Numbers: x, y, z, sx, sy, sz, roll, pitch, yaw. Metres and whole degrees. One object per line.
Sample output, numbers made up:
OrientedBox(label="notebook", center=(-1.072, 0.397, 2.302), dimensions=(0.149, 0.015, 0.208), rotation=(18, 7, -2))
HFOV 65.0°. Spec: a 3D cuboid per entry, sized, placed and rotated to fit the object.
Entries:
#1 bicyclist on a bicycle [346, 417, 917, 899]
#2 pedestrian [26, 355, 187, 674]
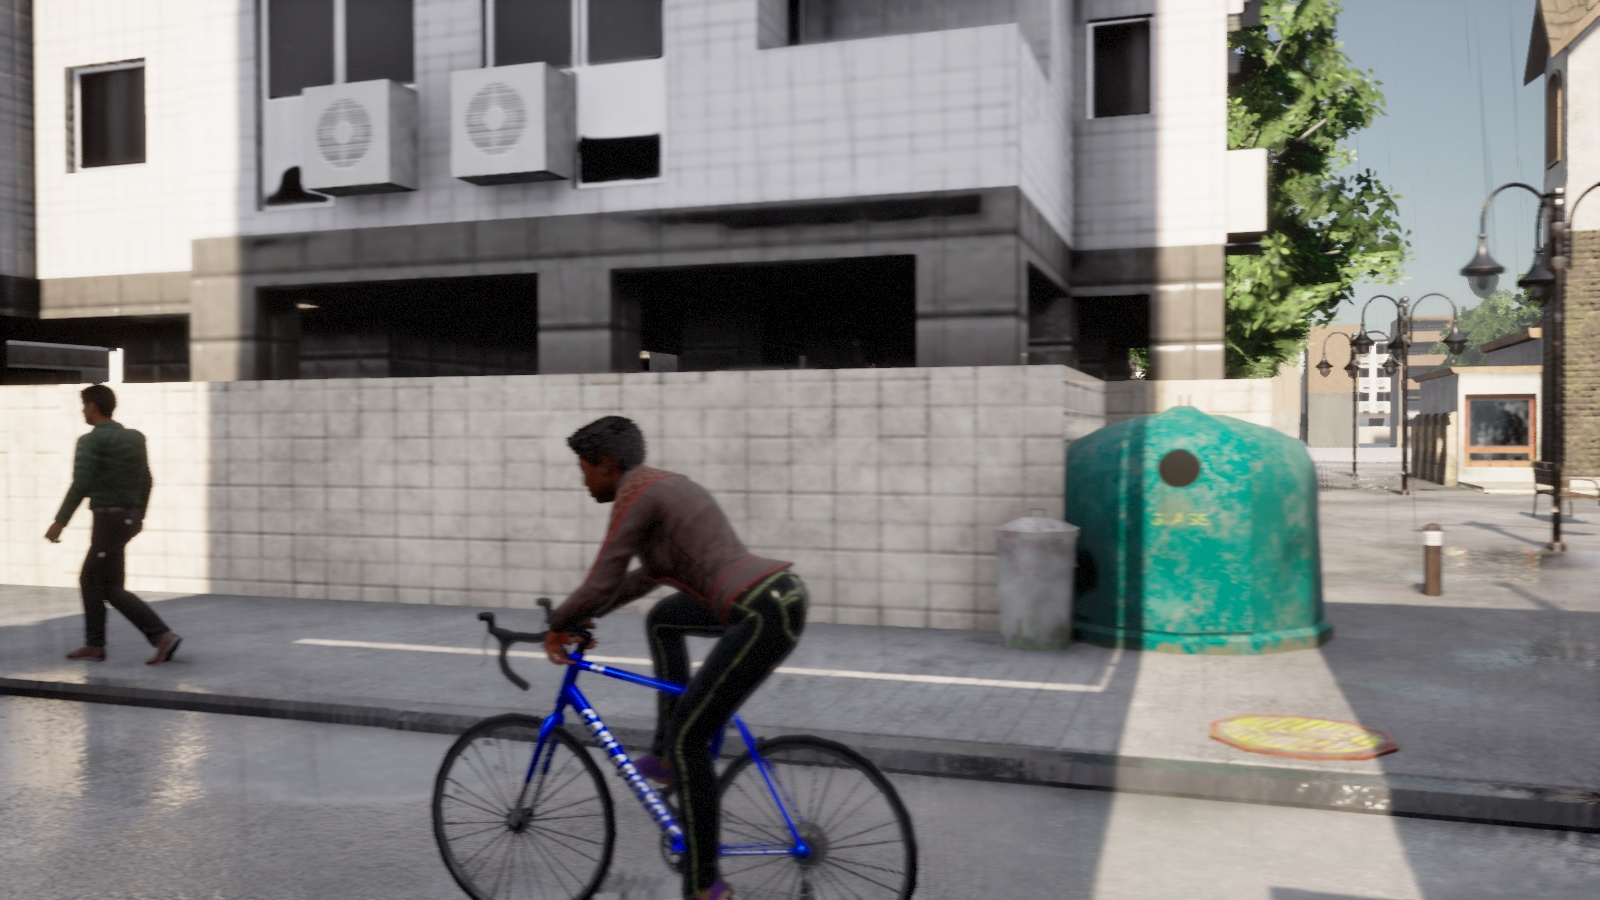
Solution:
OrientedBox(label="bicyclist on a bicycle", center=(-0.515, 0.715, 3.876), dimensions=(1.656, 1.620, 0.582), rotation=(0, 1, 19))
OrientedBox(label="pedestrian", center=(-4.371, 0.392, 7.937), dimensions=(0.788, 1.949, 0.423), rotation=(0, 1, 8))
